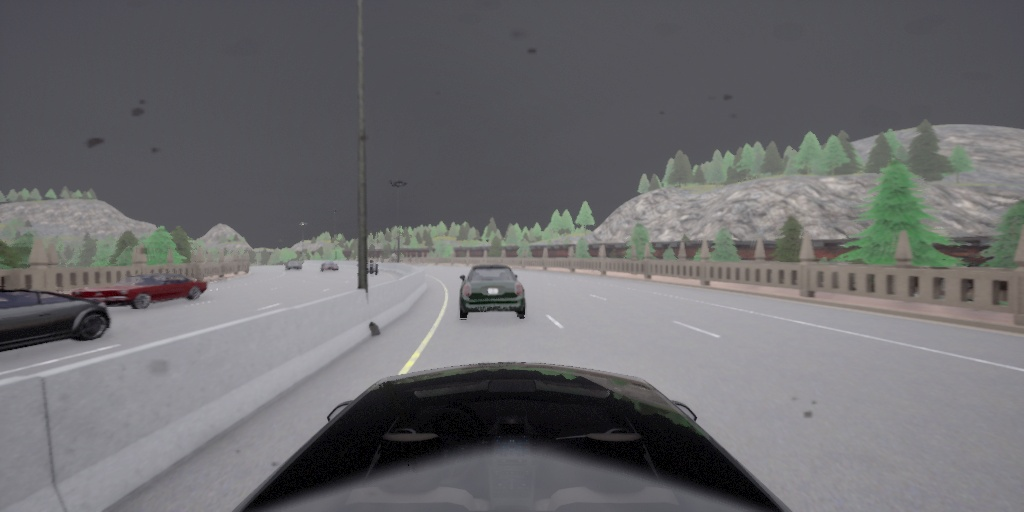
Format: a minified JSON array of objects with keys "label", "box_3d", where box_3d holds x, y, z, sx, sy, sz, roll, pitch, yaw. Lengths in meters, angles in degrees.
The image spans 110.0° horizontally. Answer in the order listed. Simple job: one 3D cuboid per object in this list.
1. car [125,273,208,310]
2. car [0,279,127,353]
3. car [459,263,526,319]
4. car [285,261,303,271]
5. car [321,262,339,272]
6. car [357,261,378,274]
[{"label":"car","box_3d":[-15.415,1.436,15.214,1.895,1.301,4.718,0,0,-10]},{"label":"car","box_3d":[-10.955,1.373,7.210,1.994,1.385,4.181,0,0,-5]},{"label":"car","box_3d":[-0.809,1.083,12.970,2.097,1.767,4.553,0,0,-6]},{"label":"car","box_3d":[-32.753,1.471,53.813,1.837,1.490,4.892,-1,0,-38]},{"label":"car","box_3d":[-24.588,1.444,48.316,1.994,1.385,4.181,-1,0,-32]},{"label":"car","box_3d":[-16.371,1.314,40.686,1.837,1.490,4.892,0,0,-26]}]
